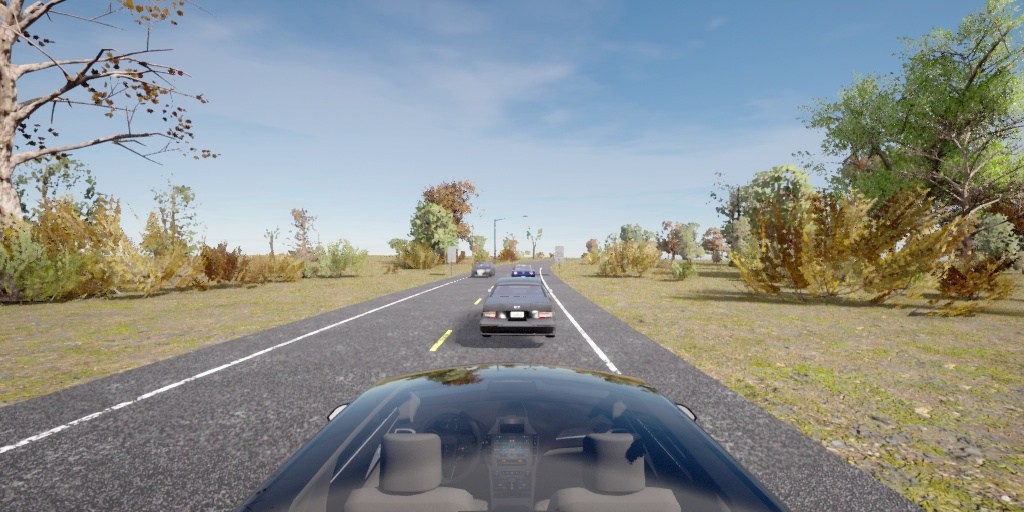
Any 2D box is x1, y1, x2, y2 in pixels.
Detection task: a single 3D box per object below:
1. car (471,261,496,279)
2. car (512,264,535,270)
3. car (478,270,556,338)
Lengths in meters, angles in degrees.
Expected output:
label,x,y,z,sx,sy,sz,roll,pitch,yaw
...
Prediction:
label,x,y,z,sx,sy,sz,roll,pitch,yaw
car,-2.565,1.247,33.248,2.128,1.511,4.902,0,0,3
car,0.947,1.353,29.774,1.895,1.301,4.718,0,0,2
car,0.210,1.299,10.181,2.033,1.411,5.357,0,0,2
